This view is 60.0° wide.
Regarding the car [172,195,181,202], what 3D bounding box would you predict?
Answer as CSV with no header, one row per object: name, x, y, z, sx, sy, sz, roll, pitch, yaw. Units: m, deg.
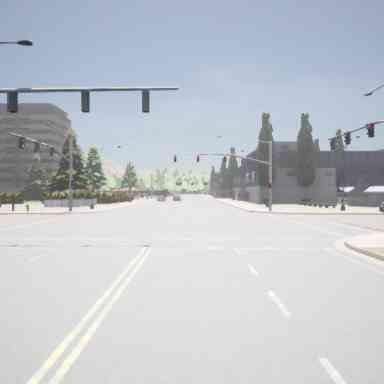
car,-3.500,1.469,77.241,1.882,1.535,5.008,0,0,0

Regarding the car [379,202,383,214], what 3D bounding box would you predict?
car,20.003,1.138,30.039,5.566,2.045,2.150,-1,0,-4

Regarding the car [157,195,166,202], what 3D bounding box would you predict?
car,-7.000,1.515,77.241,1.812,1.442,4.674,0,0,0
